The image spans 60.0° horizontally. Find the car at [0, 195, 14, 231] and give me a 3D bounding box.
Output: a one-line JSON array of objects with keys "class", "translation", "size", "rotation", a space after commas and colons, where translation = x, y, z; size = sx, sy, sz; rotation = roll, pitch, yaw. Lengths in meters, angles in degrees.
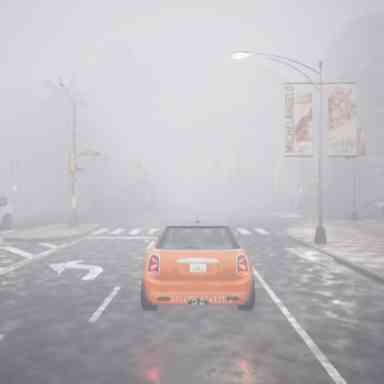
[{"class": "car", "translation": [-11.652, 1.217, 17.579], "size": [2.150, 2.045, 5.566], "rotation": [0, 0, -1]}]

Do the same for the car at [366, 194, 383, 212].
[{"class": "car", "translation": [22.078, 1.348, 36.239], "size": [4.553, 1.767, 2.097], "rotation": [0, 0, 1]}]

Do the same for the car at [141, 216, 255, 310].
[{"class": "car", "translation": [0.111, 1.351, 7.957], "size": [2.097, 1.767, 4.553], "rotation": [0, 0, 0]}]

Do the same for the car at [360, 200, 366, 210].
[{"class": "car", "translation": [23.205, 1.217, 39.735], "size": [5.566, 2.045, 2.150], "rotation": [0, 0, 1]}]
